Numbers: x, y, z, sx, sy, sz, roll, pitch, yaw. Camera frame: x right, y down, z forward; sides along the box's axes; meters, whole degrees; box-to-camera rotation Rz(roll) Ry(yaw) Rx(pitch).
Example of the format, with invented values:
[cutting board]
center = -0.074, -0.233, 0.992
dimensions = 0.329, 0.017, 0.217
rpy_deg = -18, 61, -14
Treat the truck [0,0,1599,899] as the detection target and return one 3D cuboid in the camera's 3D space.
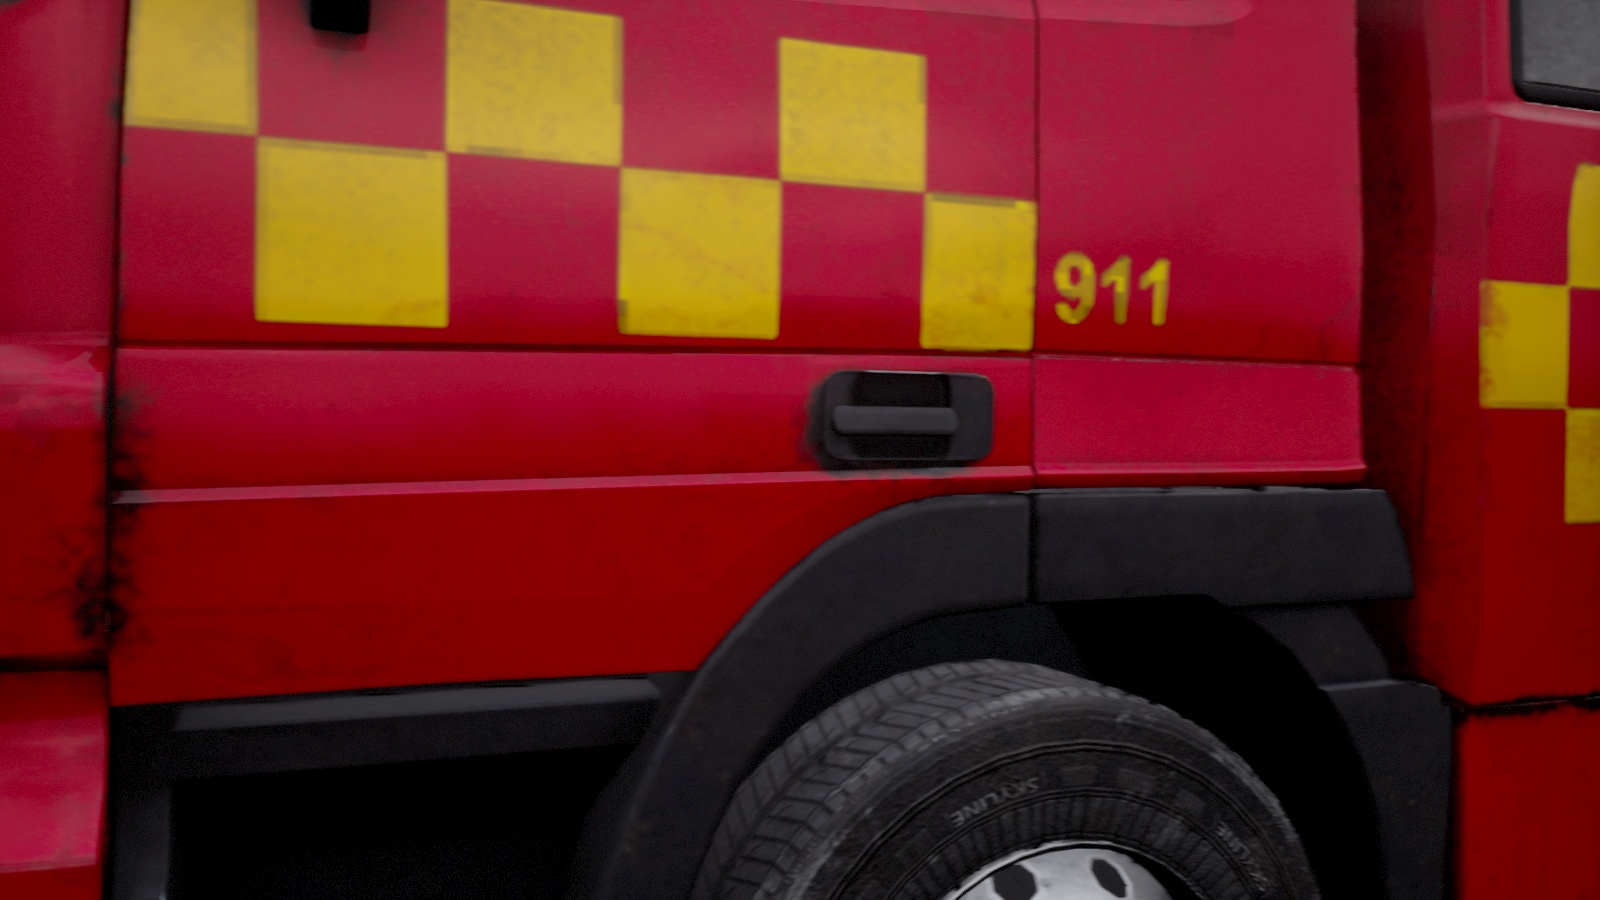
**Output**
[truck]
center = 2.015, -0.454, 3.987
dimensions = 8.468, 3.827, 2.891
rpy_deg = -1, 1, -21
